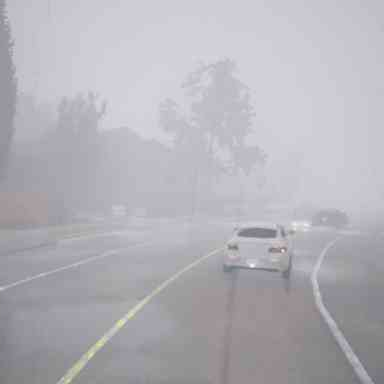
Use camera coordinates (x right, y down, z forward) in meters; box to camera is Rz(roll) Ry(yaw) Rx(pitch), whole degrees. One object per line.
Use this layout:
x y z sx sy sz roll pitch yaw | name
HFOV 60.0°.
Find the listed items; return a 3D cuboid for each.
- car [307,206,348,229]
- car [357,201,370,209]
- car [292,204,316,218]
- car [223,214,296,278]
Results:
10.564 1.958 25.352 1.994 1.385 4.181 1 -1 34 | car
34.541 2.606 66.995 1.812 1.442 4.674 1 -1 34 | car
11.530 1.983 33.438 2.128 1.511 4.902 1 -1 34 | car
2.223 1.621 10.560 1.812 1.442 4.674 1 -1 18 | car
